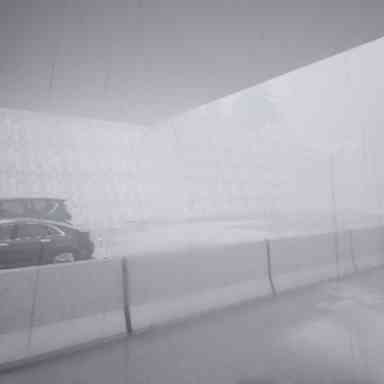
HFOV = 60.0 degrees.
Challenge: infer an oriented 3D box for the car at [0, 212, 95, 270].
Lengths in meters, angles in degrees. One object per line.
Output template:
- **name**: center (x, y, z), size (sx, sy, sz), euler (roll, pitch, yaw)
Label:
- **car**: center (-5.123, 1.505, 8.936), size (4.892, 1.490, 1.837), euler (0, 0, -35)

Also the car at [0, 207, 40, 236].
- **car**: center (-10.659, 1.564, 17.884), size (4.181, 1.385, 1.994), euler (0, 0, -35)

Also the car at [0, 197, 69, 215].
- **car**: center (-7.084, 1.222, 11.836), size (5.566, 2.045, 2.150), euler (0, 0, -35)
